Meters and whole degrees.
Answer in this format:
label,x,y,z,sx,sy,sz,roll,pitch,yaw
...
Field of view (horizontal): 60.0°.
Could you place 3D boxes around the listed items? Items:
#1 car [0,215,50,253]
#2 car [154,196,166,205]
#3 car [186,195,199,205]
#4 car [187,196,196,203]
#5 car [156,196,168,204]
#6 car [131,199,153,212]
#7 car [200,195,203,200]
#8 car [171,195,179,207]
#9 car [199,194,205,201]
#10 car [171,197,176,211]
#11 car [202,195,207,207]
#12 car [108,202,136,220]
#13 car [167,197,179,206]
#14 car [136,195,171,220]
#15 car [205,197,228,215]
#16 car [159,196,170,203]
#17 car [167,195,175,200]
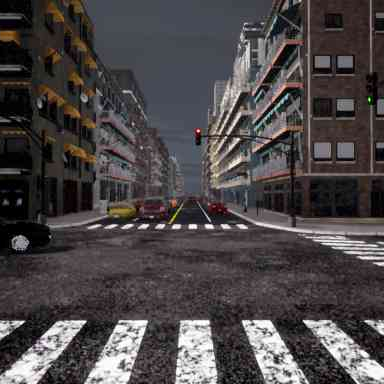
label,x,y,z,sx,sy,sz,roll,pitch,yaw
car,-8.066,1.442,12.582,5.008,1.535,1.882,1,0,-15
car,-5.883,1.543,60.972,1.752,1.417,4.829,1,0,0
car,-0.097,1.522,59.798,1.837,1.490,4.892,0,0,0
car,-0.151,1.623,70.025,1.895,1.301,4.718,0,0,0
car,-5.902,1.572,66.665,2.008,1.369,4.403,1,0,0
car,-5.811,1.554,39.048,1.887,1.381,4.507,1,0,0
car,2.533,1.596,50.108,1.802,1.307,4.206,1,0,0
car,-3.246,1.365,47.366,2.097,1.767,4.553,0,0,0
car,2.732,1.380,81.851,2.097,1.767,4.553,0,0,0
car,-3.224,1.557,37.576,2.033,1.411,5.357,0,0,0
car,2.571,1.450,39.062,1.967,1.590,4.097,1,0,0
car,-5.773,1.532,27.831,1.752,1.417,4.829,1,0,0
car,-3.249,1.617,57.224,1.895,1.301,4.718,0,0,0
car,-3.166,1.359,28.084,2.097,1.767,4.553,0,0,-1
car,2.588,1.553,33.538,1.887,1.381,4.507,1,0,0
car,-5.920,1.568,72.189,1.887,1.381,4.507,1,0,0
car,-5.992,1.587,94.282,2.008,1.369,4.403,1,0,0
